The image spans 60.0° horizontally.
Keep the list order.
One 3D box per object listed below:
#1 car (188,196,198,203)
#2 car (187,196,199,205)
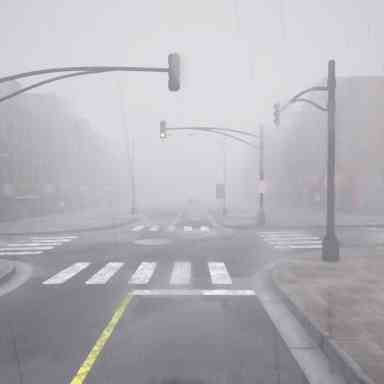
[{"bbox_3d":[0.244,1.537,68.738,2.033,1.411,5.357,0,0,0],"label":"car"},{"bbox_3d":[0.207,1.515,58.316,1.837,1.490,4.892,0,0,0],"label":"car"}]
